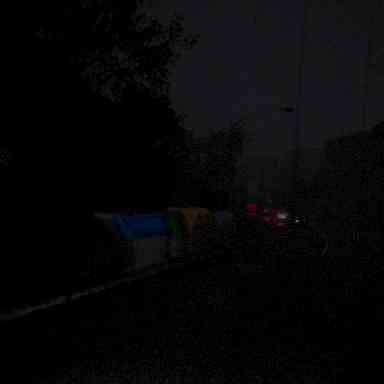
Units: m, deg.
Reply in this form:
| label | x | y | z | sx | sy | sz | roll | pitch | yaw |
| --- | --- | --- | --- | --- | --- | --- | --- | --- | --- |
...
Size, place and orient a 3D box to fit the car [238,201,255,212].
| label | x | y | z | sx | sy | sz | roll | pitch | yaw |
| --- | --- | --- | --- | --- | --- | --- | --- | --- | --- |
| car | 10.497 | 2.648 | 63.333 | 2.150 | 2.045 | 5.566 | 0 | 1 | -9 |

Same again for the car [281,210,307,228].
| label | x | y | z | sx | sy | sz | roll | pitch | yaw |
| --- | --- | --- | --- | --- | --- | --- | --- | --- | --- |
| car | 10.550 | 2.849 | 34.064 | 1.994 | 1.385 | 4.181 | 1 | -2 | 11 |

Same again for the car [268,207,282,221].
| label | x | y | z | sx | sy | sz | roll | pitch | yaw |
| --- | --- | --- | --- | --- | --- | --- | --- | --- | --- |
| car | 11.814 | 3.060 | 44.512 | 1.812 | 1.442 | 4.674 | 1 | -1 | 2 |

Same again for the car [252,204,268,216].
| label | x | y | z | sx | sy | sz | roll | pitch | yaw |
| --- | --- | --- | --- | --- | --- | --- | --- | --- | --- |
| car | 11.745 | 3.094 | 53.673 | 1.812 | 1.442 | 4.674 | 0 | 0 | -7 |
